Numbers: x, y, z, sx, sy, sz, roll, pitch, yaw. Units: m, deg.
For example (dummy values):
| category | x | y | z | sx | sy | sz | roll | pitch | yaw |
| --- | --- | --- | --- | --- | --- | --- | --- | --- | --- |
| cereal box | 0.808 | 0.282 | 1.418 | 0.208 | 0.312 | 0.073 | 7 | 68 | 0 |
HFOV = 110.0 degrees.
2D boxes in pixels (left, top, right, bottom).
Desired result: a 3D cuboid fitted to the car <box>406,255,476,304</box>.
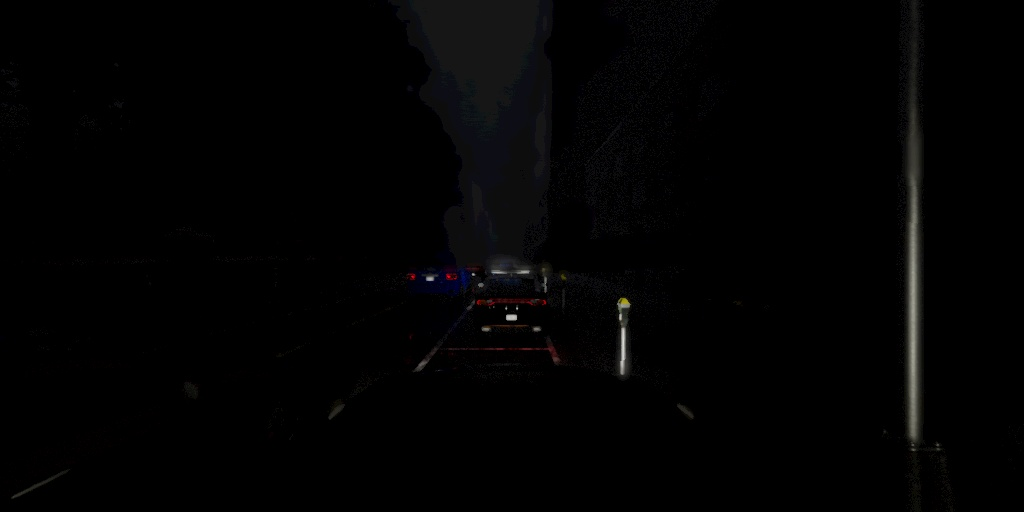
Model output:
| category | x | y | z | sx | sy | sz | roll | pitch | yaw |
| --- | --- | --- | --- | --- | --- | --- | --- | --- | --- |
| car | -3.144 | 0.962 | 16.443 | 2.150 | 2.045 | 5.566 | 0 | 0 | 0 |

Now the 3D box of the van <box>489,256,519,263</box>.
| category | x | y | z | sx | sy | sz | roll | pitch | yaw |
| --- | --- | --- | --- | --- | --- | --- | --- | --- | --- |
| van | -0.289 | 1.083 | 21.849 | 1.690 | 1.789 | 3.998 | 0 | 0 | 0 |

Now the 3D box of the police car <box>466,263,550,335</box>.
| category | x | y | z | sx | sy | sz | roll | pitch | yaw |
| --- | --- | --- | --- | --- | --- | --- | --- | --- | --- |
| police car | -0.011 | 1.173 | 10.610 | 1.930 | 1.638 | 5.238 | 0 | 0 | 0 |

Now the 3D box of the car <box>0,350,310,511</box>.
| category | x | y | z | sx | sy | sz | roll | pitch | yaw |
| --- | --- | --- | --- | --- | --- | --- | --- | --- | --- |
| car | -3.146 | 1.275 | 2.016 | 1.812 | 1.442 | 4.674 | 0 | 0 | 0 |

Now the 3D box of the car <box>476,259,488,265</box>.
| category | x | y | z | sx | sy | sz | roll | pitch | yaw |
| --- | --- | --- | --- | --- | --- | --- | --- | --- | --- |
| car | -3.141 | 1.241 | 31.726 | 1.837 | 1.490 | 4.892 | 0 | 0 | 0 |
